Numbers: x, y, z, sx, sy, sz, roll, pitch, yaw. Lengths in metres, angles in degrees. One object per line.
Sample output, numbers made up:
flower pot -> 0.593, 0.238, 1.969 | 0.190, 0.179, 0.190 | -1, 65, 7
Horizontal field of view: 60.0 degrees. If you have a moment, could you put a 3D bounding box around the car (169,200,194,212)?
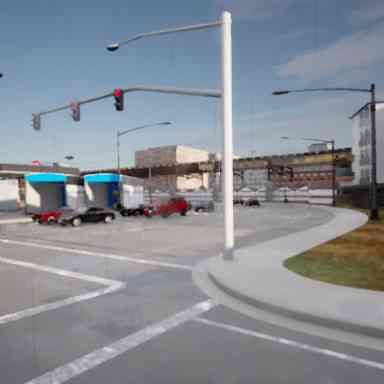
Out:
car -> -1.318, 1.891, 44.859 | 2.033, 1.411, 5.357 | -1, 0, 15

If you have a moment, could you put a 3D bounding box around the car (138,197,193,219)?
car -> -2.496, 1.491, 33.250 | 2.150, 2.045, 5.566 | -1, 0, 30

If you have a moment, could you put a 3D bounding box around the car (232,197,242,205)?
car -> 8.707, 1.764, 68.114 | 2.097, 1.767, 4.553 | 0, 0, -18

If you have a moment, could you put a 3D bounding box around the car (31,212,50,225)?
car -> -10.657, 1.912, 27.491 | 1.895, 1.301, 4.718 | -1, -1, 37

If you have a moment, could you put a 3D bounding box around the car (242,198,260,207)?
car -> 10.520, 1.824, 58.119 | 1.837, 1.490, 4.892 | -1, -1, -3

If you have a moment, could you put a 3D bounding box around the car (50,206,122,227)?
car -> -7.954, 1.793, 25.310 | 1.812, 1.442, 4.674 | -1, -1, 36

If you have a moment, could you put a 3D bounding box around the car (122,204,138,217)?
car -> -5.473, 1.914, 35.050 | 1.895, 1.301, 4.718 | -1, 0, 30

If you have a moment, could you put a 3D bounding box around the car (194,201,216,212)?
car -> 1.757, 1.845, 42.932 | 2.033, 1.411, 5.357 | -1, 0, 16
